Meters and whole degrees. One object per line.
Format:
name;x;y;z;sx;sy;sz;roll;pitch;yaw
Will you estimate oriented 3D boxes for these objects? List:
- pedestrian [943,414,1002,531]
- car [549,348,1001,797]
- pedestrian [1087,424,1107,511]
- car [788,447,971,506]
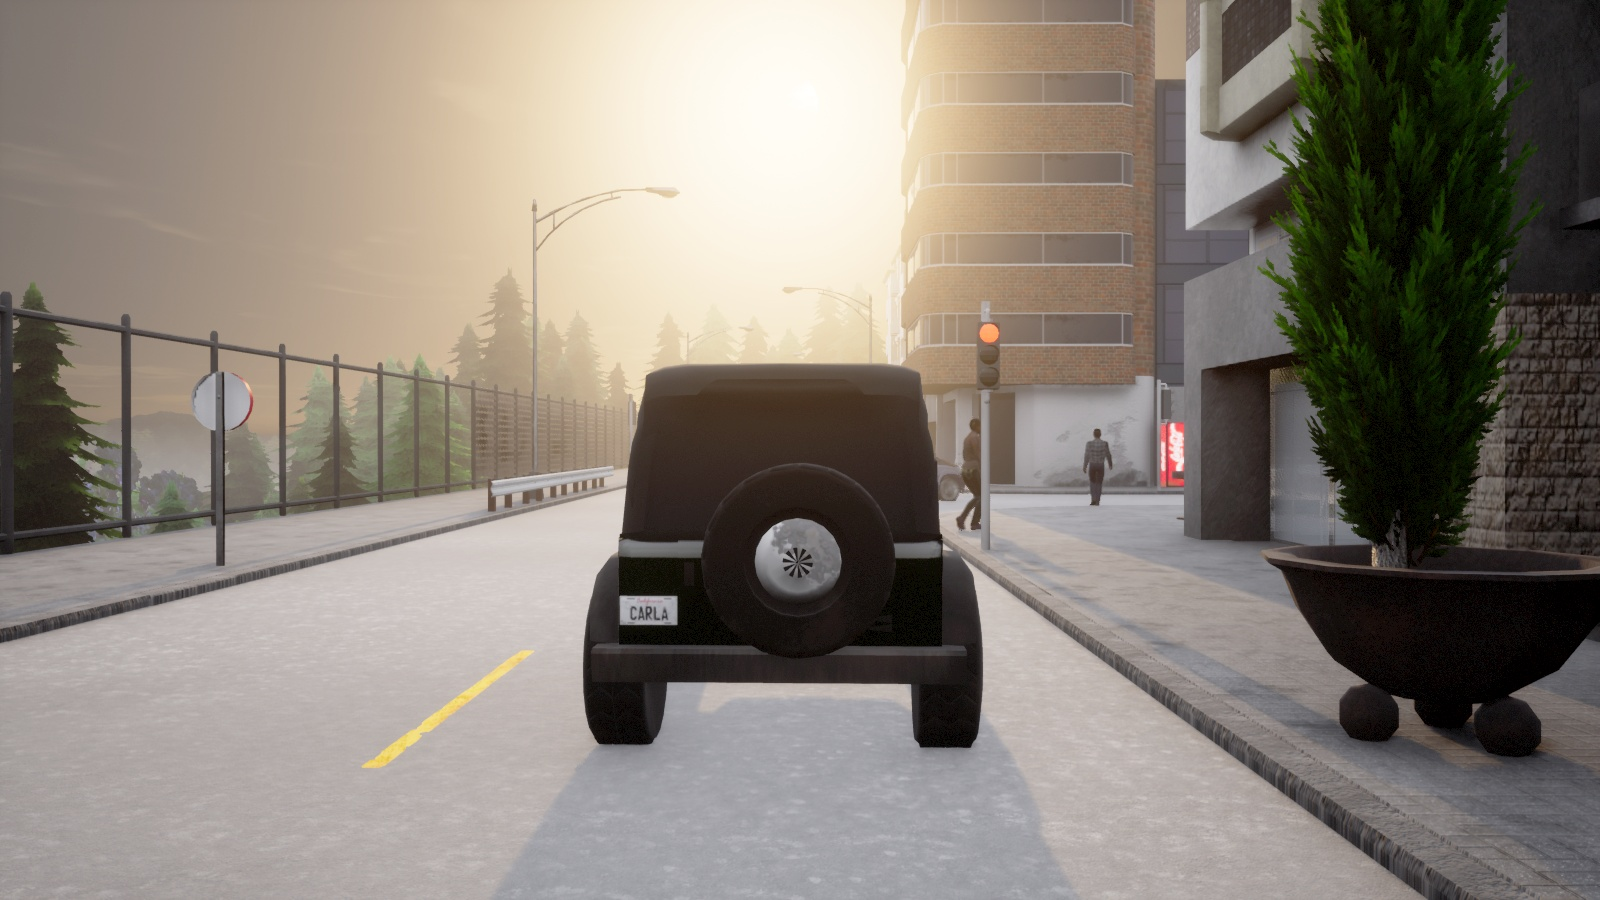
pedestrian;2.707;0.344;19.697;0.869;1.805;0.328;0;0;-19
car;-0.029;0.502;7.220;1.905;1.878;3.866;0;0;2
pedestrian;6.736;0.391;28.519;0.423;1.949;0.788;0;0;12
car;2.000;0.634;31.609;4.181;1.385;1.994;0;0;-29
